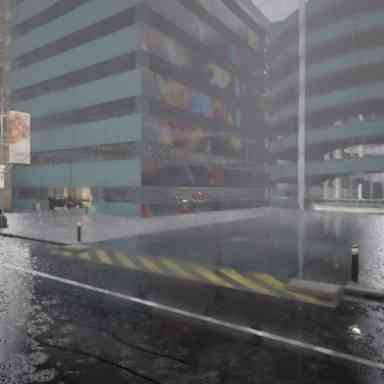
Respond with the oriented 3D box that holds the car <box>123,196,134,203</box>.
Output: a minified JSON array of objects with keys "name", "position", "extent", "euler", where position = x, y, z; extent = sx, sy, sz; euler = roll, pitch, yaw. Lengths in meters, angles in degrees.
[{"name":"car","position":[-7.427,1.222,46.996],"extent":[4.718,1.301,1.895],"euler":[0,0,35]}]

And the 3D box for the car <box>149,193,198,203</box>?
[{"name":"car","position":[-2.115,1.162,34.090],"extent":[4.674,1.452,2.002],"euler":[0,0,35]}]

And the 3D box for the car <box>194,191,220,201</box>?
[{"name":"car","position":[2.561,0.770,62.588],"extent":[5.566,2.045,2.435],"euler":[0,0,35]}]

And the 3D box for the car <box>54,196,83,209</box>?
[{"name":"car","position":[-14.456,1.178,37.758],"extent":[4.786,1.482,2.161],"euler":[0,0,35]}]
